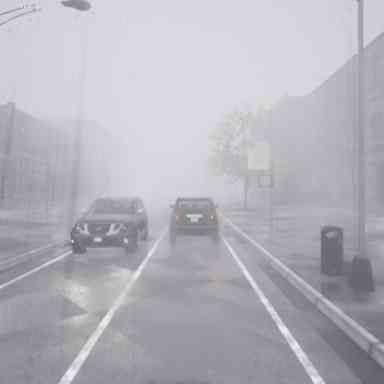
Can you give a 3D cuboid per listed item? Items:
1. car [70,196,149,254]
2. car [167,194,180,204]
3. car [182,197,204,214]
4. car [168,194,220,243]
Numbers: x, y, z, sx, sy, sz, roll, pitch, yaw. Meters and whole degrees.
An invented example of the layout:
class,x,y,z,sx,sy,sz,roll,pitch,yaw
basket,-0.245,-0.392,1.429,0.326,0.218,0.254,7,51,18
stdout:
class,x,y,z,sx,sy,sz,roll,pitch,yaw
car,-3.099,1.206,13.708,2.150,2.045,5.566,0,0,0
car,-3.055,1.120,56.106,1.837,1.490,4.892,0,1,0
car,0.103,1.351,34.028,2.128,1.511,4.902,0,1,0
car,0.101,1.198,16.048,2.150,2.045,5.566,0,0,0
